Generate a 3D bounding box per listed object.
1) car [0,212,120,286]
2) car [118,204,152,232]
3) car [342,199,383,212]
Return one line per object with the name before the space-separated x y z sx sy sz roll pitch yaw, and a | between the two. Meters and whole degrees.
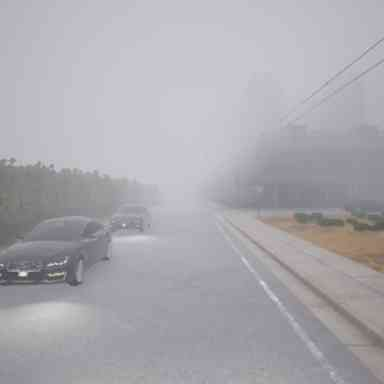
car | -3.604 1.511 9.524 1.837 1.490 4.892 0 0 0
car | -3.580 1.516 20.100 1.837 1.490 4.892 0 0 1
car | 18.219 1.500 34.663 4.892 1.490 1.837 0 0 -1
